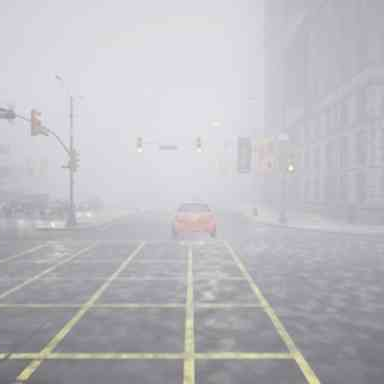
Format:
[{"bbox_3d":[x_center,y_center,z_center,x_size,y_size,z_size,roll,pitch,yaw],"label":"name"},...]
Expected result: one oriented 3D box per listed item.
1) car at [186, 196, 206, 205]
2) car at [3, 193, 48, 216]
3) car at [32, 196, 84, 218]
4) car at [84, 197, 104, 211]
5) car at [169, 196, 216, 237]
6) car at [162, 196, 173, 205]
[{"bbox_3d":[0.664,1.335,55.329,1.994,1.385,4.181,0,0,20],"label":"car"},{"bbox_3d":[-15.003,1.096,30.670,2.150,2.045,5.566,0,0,0],"label":"car"},{"bbox_3d":[-11.524,1.372,29.006,2.128,1.511,4.902,0,0,0],"label":"car"},{"bbox_3d":[-11.519,1.333,38.437,2.128,1.511,4.902,0,0,0],"label":"car"},{"bbox_3d":[0.100,1.278,17.686,2.097,1.767,4.553,0,0,0],"label":"car"},{"bbox_3d":[-3.906,1.319,55.300,2.033,1.411,5.357,0,0,-8],"label":"car"}]
